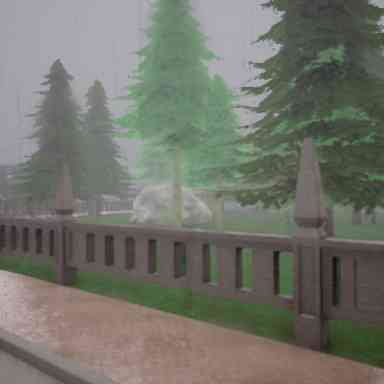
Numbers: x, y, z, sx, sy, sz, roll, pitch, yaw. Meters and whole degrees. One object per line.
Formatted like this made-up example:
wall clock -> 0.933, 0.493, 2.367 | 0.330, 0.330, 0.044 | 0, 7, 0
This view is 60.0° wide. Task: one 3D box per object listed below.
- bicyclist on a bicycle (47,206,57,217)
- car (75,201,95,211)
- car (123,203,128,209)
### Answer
bicyclist on a bicycle -> -13.575, 1.618, 32.236 | 1.656, 1.620, 0.582 | -1, -1, 35
car -> -15.805, 1.911, 47.908 | 1.882, 1.535, 5.008 | -1, -1, 36
car -> -8.425, 1.997, 52.179 | 1.895, 1.301, 4.718 | -1, 0, 35
